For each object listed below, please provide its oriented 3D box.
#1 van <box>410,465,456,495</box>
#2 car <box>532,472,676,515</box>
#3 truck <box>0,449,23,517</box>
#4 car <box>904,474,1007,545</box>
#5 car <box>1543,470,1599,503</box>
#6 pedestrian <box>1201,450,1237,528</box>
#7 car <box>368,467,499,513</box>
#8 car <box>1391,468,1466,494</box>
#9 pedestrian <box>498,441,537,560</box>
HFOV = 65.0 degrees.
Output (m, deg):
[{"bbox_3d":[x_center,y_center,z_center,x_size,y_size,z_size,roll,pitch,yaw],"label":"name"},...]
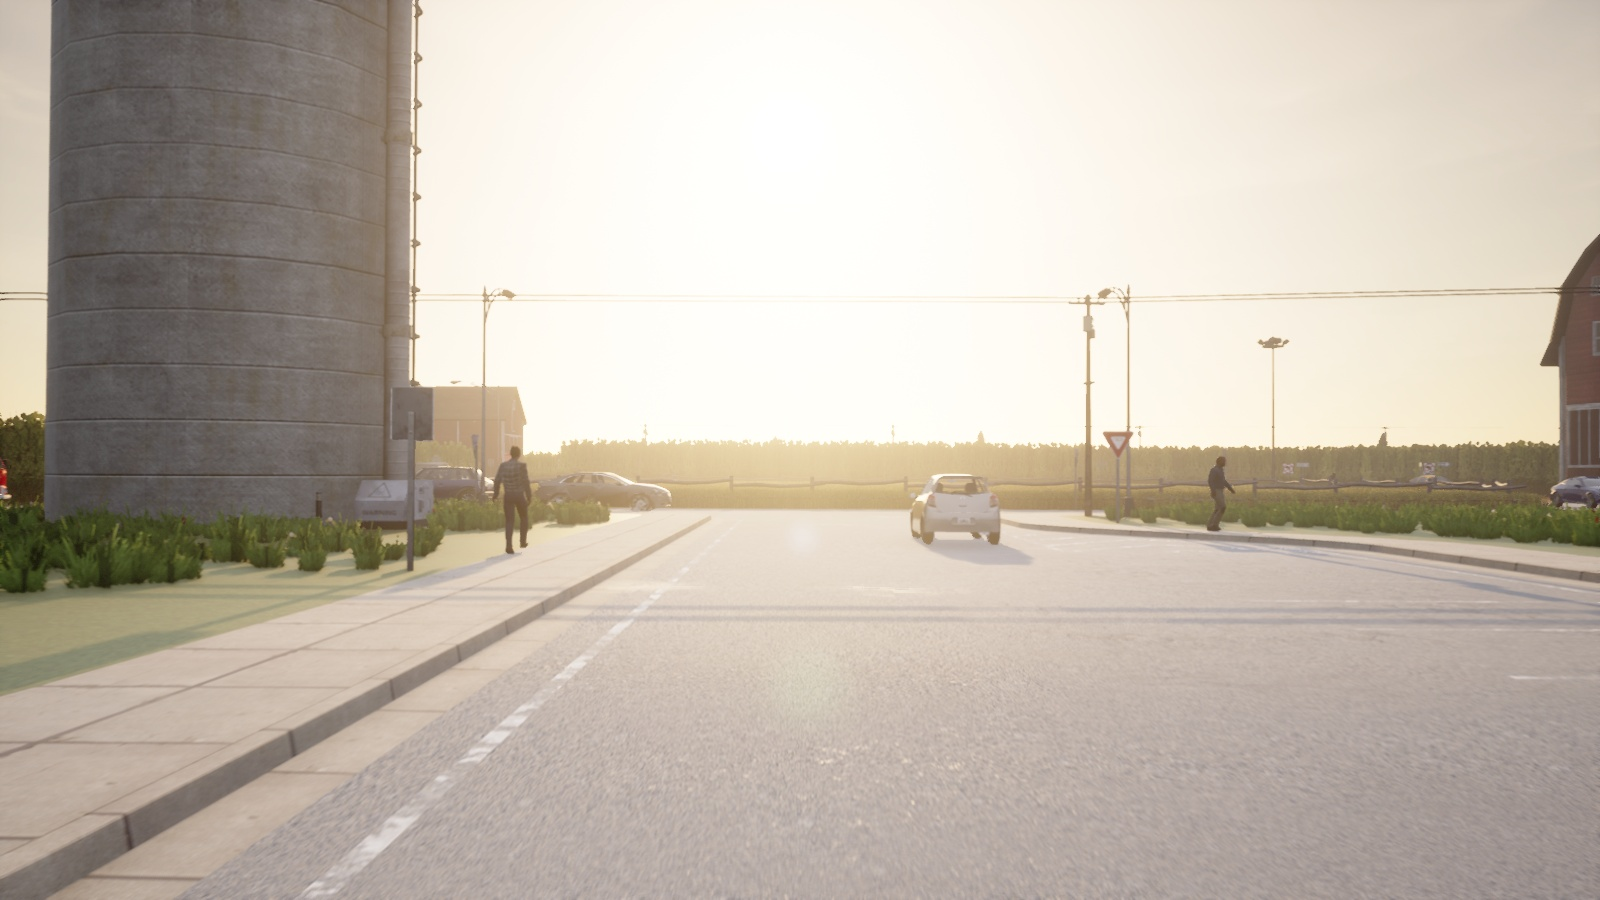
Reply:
[{"bbox_3d":[-25.169,2.023,86.159,1.775,1.987,4.442,0,0,1],"label":"van"},{"bbox_3d":[-7.101,1.567,45.885,4.902,1.511,2.128,0,-1,1],"label":"car"},{"bbox_3d":[-31.985,1.232,46.195,5.204,2.467,2.627,0,-1,1],"label":"truck"},{"bbox_3d":[3.433,1.288,28.283,1.845,1.501,3.633,0,-1,0],"label":"car"},{"bbox_3d":[36.176,1.658,57.476,1.812,1.442,4.674,0,-1,3],"label":"car"},{"bbox_3d":[9.970,0.930,29.881,0.726,1.835,0.370,-1,-1,39],"label":"pedestrian"},{"bbox_3d":[-14.387,1.559,49.482,4.553,1.767,2.097,0,-1,1],"label":"car"},{"bbox_3d":[39.008,1.905,78.094,1.801,1.575,5.366,0,-1,-3],"label":"car"},{"bbox_3d":[-4.731,0.841,21.045,0.423,1.949,0.788,0,-1,5],"label":"pedestrian"}]
